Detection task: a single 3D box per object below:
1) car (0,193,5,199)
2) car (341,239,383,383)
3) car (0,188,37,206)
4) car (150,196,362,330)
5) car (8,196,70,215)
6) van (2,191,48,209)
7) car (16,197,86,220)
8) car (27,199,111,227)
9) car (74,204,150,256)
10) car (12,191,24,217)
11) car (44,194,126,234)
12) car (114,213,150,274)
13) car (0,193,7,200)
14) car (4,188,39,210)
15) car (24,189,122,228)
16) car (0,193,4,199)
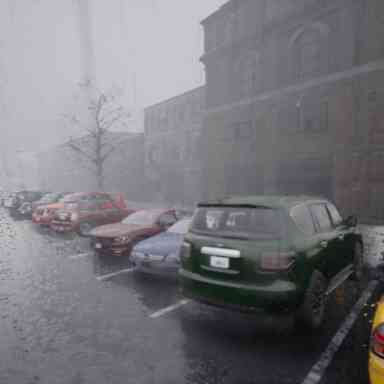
[{"bbox_3d":[-45.865,0.974,76.465,2.002,1.452,4.674,0,1,32],"label":"car"},{"bbox_3d":[3.763,1.335,4.590,1.946,1.575,5.366,-1,0,37],"label":"car"},{"bbox_3d":[-16.303,0.926,34.573,2.435,2.045,5.566,0,0,36],"label":"car"},{"bbox_3d":[1.997,1.087,6.987,2.435,2.045,5.566,0,0,37],"label":"car"},{"bbox_3d":[-14.646,1.193,32.051,2.097,1.535,5.008,0,1,36],"label":"car"},{"bbox_3d":[-19.714,0.922,39.457,1.878,1.987,4.442,0,1,36],"label":"van"},{"bbox_3d":[-11.333,1.254,27.022,2.163,1.488,4.792,0,1,36],"label":"car"},{"bbox_3d":[-8.001,1.285,22.017,2.163,1.488,4.792,0,1,36],"label":"car"},{"bbox_3d":[-1.337,1.318,12.008,2.097,1.535,5.008,0,1,37],"label":"car"},{"bbox_3d":[-9.666,0.988,24.516,2.435,2.045,5.566,0,1,36],"label":"car"},{"bbox_3d":[-4.686,1.162,17.008,2.185,1.767,4.553,0,1,36],"label":"car"},{"bbox_3d":[0.327,1.371,9.482,2.002,1.452,4.674,0,1,37],"label":"car"},{"bbox_3d":[-44.013,0.986,74.074,2.002,1.452,4.674,0,1,32],"label":"car"},{"bbox_3d":[-12.973,0.957,29.572,2.435,2.045,5.566,0,1,36],"label":"car"},{"bbox_3d":[-6.336,1.020,19.508,2.435,2.045,5.566,0,1,36],"label":"car"},{"bbox_3d":[-47.713,0.925,78.852,2.231,1.521,4.892,0,1,32],"label":"car"}]
